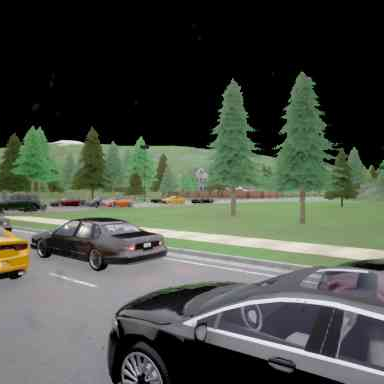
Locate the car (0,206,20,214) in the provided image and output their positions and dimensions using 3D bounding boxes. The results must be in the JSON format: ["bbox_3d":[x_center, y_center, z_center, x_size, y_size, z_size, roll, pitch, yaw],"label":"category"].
[{"bbox_3d":[-11.231,1.547,17.095,5.357,1.411,2.033,0,0,38],"label":"car"}]

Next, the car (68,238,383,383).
[{"bbox_3d":[1.220,1.492,3.080,4.902,1.511,2.128,0,0,38],"label":"car"}]

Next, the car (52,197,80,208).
[{"bbox_3d":[-17.635,1.477,47.238,1.882,1.535,5.008,0,0,38],"label":"car"}]

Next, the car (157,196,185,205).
[{"bbox_3d":[-3.363,1.477,59.553,1.882,1.535,5.008,0,0,39],"label":"car"}]

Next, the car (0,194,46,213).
[{"bbox_3d":[-18.674,1.222,34.613,2.150,2.045,5.566,0,0,38],"label":"car"}]

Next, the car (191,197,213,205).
[{"bbox_3d":[1.811,1.601,60.423,1.895,1.301,4.718,0,0,39],"label":"car"}]

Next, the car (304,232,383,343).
[{"bbox_3d":[4.186,1.564,5.202,4.181,1.385,1.994,0,0,38],"label":"car"}]

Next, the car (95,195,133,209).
[{"bbox_3d":[-10.296,1.351,45.223,2.097,1.767,4.553,0,0,38],"label":"car"}]

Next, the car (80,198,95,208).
[{"bbox_3d":[-13.050,1.352,47.380,2.097,1.767,4.553,0,0,38],"label":"car"}]

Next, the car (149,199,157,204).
[{"bbox_3d":[-5.705,1.601,62.218,1.895,1.301,4.718,0,0,39],"label":"car"}]

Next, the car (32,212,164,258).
[{"bbox_3d":[-3.245,1.547,10.955,5.357,1.411,2.033,0,0,38],"label":"car"}]

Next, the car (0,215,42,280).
[{"bbox_3d":[-6.252,1.478,8.860,5.008,1.535,1.882,0,0,38],"label":"car"}]

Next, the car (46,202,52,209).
[{"bbox_3d":[-19.422,1.564,39.364,1.994,1.385,4.181,0,0,39],"label":"car"}]
